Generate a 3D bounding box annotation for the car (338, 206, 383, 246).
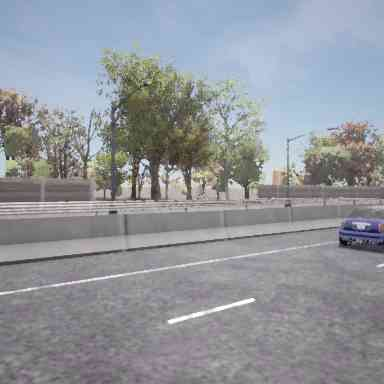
[{"bbox_3d":[8.245,1.366,14.050,4.553,1.767,2.097,0,0,-35],"label":"car"}]
